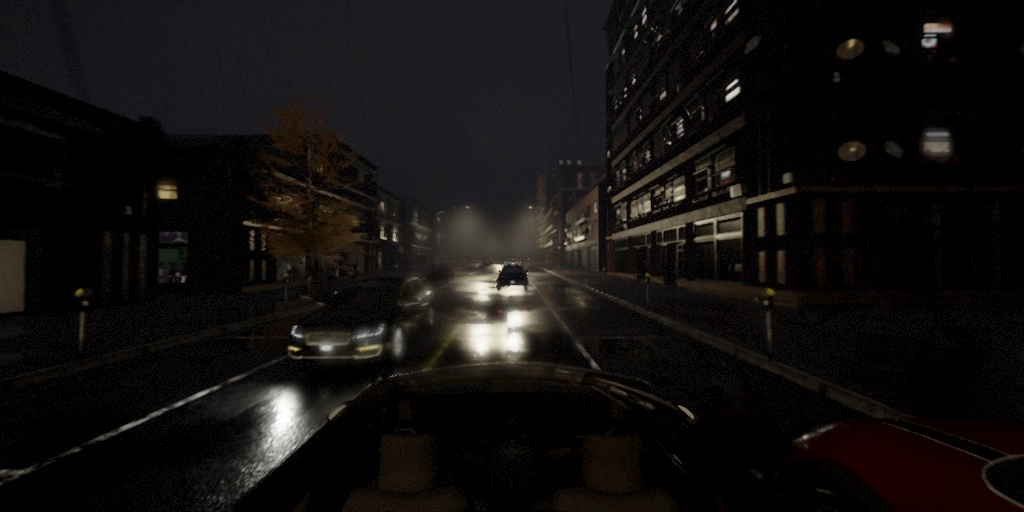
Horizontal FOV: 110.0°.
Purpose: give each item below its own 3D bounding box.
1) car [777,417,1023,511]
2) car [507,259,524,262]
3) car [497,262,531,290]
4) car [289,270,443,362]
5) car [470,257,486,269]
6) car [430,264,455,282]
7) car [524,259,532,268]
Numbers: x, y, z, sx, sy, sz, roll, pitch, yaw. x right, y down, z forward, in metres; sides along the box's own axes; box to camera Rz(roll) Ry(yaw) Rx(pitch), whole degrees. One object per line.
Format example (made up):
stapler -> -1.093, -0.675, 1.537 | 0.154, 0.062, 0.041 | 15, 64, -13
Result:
car -> 2.691, 1.190, 0.699 | 1.967, 1.591, 4.097 | 0, 0, 0
car -> 0.099, 1.120, 45.686 | 2.097, 1.767, 4.553 | 0, 0, 0
car -> 0.053, 1.283, 22.320 | 1.812, 1.442, 4.674 | 0, 0, 1
car -> -3.085, 1.255, 8.390 | 1.837, 1.490, 4.892 | 0, 1, 0
car -> -5.686, 1.213, 57.505 | 1.967, 1.591, 4.097 | 0, 0, 0
car -> -5.688, 1.342, 29.072 | 1.802, 1.307, 4.207 | 0, 0, 0
car -> 2.695, 1.302, 63.422 | 1.751, 1.417, 4.829 | 0, 0, 0
